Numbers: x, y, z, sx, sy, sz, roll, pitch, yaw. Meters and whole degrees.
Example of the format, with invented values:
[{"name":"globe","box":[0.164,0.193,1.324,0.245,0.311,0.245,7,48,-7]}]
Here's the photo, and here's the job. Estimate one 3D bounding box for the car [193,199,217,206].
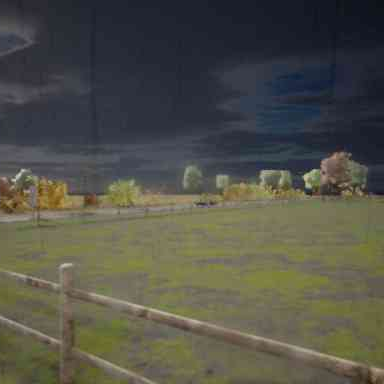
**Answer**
[{"name":"car","box":[2.301,1.811,58.040,1.895,1.301,4.718,-1,0,36]}]
